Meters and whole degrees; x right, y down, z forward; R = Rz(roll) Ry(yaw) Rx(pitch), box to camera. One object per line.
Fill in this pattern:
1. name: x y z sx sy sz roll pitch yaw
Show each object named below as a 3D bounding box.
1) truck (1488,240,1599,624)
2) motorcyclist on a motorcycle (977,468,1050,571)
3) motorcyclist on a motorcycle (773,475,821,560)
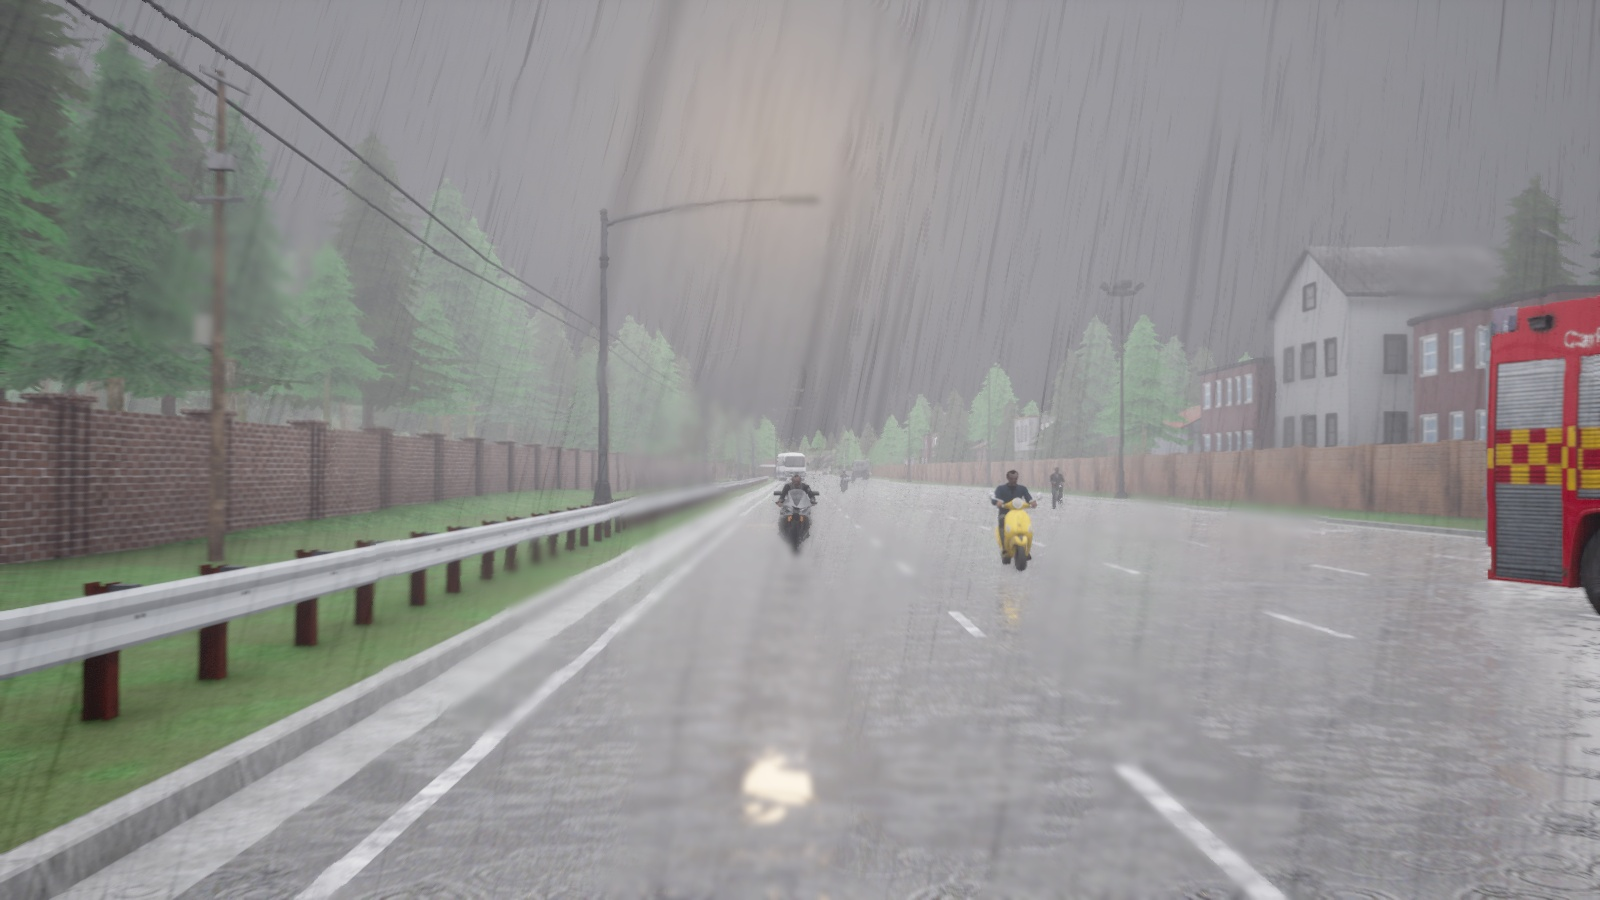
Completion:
1. truck: 10.172 -0.221 10.165 2.891 3.827 8.468 0 -1 -17
2. motorcyclist on a motorcycle: 3.450 1.096 20.452 0.866 1.590 1.817 0 -1 0
3. motorcyclist on a motorcycle: -0.058 1.248 23.872 0.866 1.530 2.191 0 -1 0
